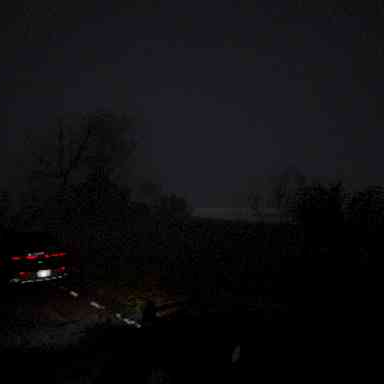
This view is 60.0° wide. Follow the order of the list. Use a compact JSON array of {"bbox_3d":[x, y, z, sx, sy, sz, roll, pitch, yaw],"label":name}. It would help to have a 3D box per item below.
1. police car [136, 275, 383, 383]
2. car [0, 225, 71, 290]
[{"bbox_3d":[1.388,1.578,2.865,1.930,1.638,5.238,3,-3,-43],"label":"police car"},{"bbox_3d":[-5.344,1.836,10.105,1.837,1.490,4.892,3,-3,-43],"label":"car"}]
